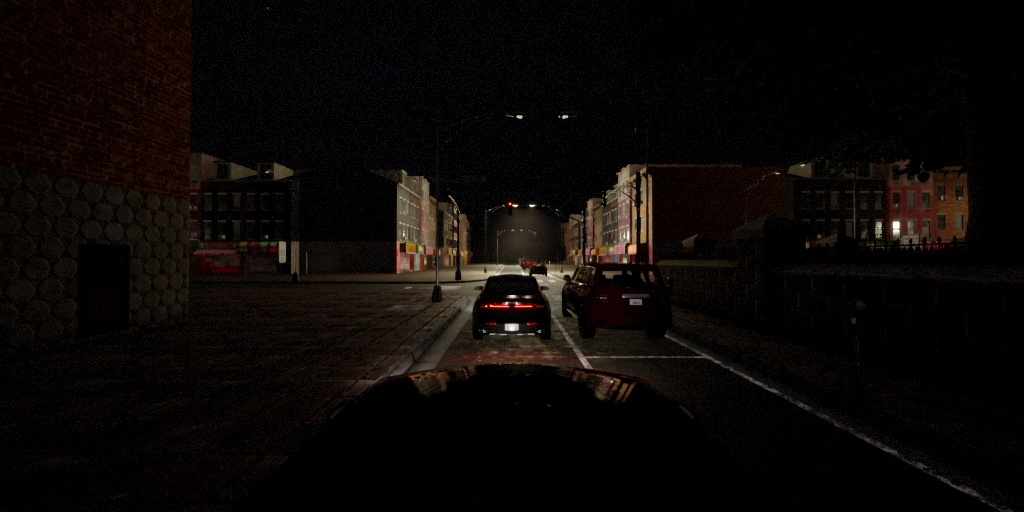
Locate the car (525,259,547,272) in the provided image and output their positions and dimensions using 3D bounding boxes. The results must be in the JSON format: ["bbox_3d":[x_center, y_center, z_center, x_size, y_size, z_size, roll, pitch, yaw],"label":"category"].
[{"bbox_3d":[2.600,1.334,36.465,1.888,1.381,4.507,0,0,0],"label":"car"}]

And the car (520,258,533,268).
[{"bbox_3d":[2.582,1.373,52.777,1.888,1.381,4.507,0,0,0],"label":"car"}]

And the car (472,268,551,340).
[{"bbox_3d":[-0.009,1.258,9.995,1.837,1.490,4.892,0,0,0],"label":"car"}]

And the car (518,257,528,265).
[{"bbox_3d":[2.576,1.158,58.214,2.192,1.841,5.009,0,0,0],"label":"car"}]

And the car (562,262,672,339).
[{"bbox_3d":[2.629,1.068,10.036,2.192,1.841,5.009,0,0,0],"label":"car"}]
